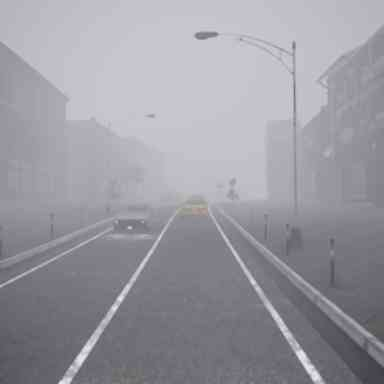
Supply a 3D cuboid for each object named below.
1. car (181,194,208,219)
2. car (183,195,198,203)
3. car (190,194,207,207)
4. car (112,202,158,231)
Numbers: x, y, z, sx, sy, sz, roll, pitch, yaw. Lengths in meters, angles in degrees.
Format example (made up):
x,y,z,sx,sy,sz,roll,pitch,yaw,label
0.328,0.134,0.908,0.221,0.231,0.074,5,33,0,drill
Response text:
x,y,z,sx,sy,sz,roll,pitch,yaw,label
0.166,1.098,24.837,1.801,1.575,5.366,0,1,0,car
-0.195,1.214,59.449,1.837,1.490,4.892,0,-1,10,car
0.895,1.031,42.320,1.837,1.490,4.892,0,0,5,car
-3.061,1.308,18.998,2.033,1.411,5.357,0,1,0,car
